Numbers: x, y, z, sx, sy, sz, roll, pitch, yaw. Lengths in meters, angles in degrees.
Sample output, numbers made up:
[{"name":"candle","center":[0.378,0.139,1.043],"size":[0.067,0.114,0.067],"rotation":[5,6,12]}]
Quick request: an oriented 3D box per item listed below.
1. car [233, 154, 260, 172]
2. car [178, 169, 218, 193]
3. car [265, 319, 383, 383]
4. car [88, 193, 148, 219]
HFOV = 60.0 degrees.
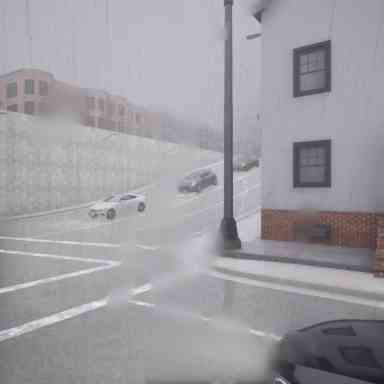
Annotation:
[{"name":"car","center":[6.210,-3.504,39.375],"size":[2.097,1.767,4.553],"rotation":[0,14,35]},{"name":"car","center":[0.527,-1.125,31.352],"size":[2.097,1.767,4.553],"rotation":[0,13,34]},{"name":"car","center":[2.752,1.526,2.008],"size":[4.674,1.442,1.812],"rotation":[0,0,36]},{"name":"car","center":[-5.096,0.864,23.324],"size":[1.812,1.442,4.674],"rotation":[0,7,35]}]
